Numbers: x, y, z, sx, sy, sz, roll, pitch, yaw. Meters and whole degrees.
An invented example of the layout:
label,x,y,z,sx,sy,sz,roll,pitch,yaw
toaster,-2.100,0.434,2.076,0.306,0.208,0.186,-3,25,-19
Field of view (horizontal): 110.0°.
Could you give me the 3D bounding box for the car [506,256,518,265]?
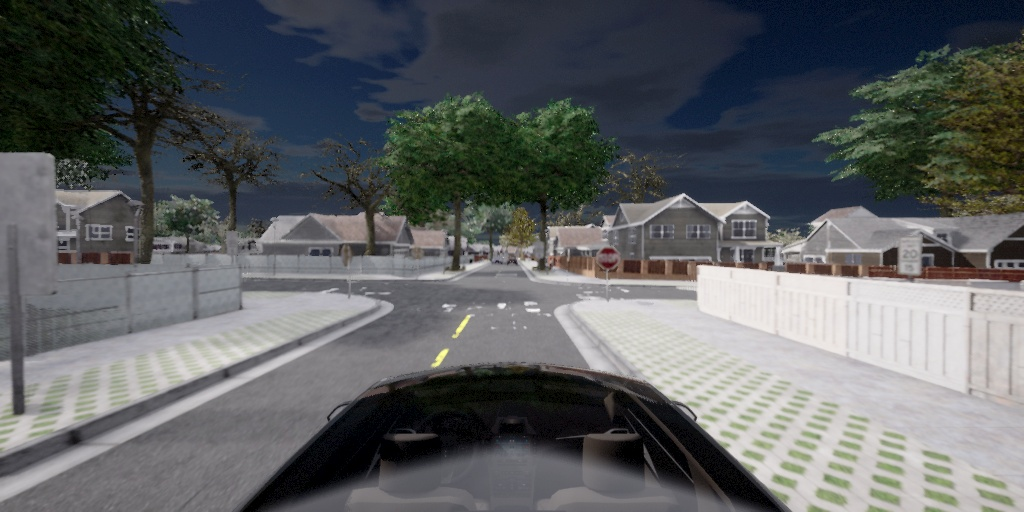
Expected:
label,x,y,z,sx,sy,sz,roll,pitch,yaw
car,0.015,0.860,62.463,1.837,1.490,4.892,0,0,0
